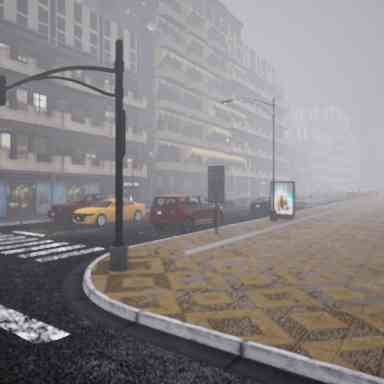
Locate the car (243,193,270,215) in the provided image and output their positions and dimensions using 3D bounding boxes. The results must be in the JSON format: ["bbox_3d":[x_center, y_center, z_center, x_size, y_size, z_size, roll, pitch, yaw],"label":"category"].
[{"bbox_3d":[6.170,1.062,26.832,1.947,1.339,4.313,1,2,35],"label":"car"}]

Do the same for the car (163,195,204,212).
[{"bbox_3d":[-0.738,1.057,31.576,1.802,1.307,4.206,2,2,35],"label":"car"}]

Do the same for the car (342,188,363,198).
[{"bbox_3d":[28.393,0.301,58.674,1.887,1.381,4.507,1,2,35],"label":"car"}]

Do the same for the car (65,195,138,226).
[{"bbox_3d":[-5.053,1.169,20.884,1.882,1.535,5.008,0,1,34],"label":"car"}]

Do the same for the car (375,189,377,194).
[{"bbox_3d":[44.266,-0.228,81.418,2.008,1.369,4.403,1,2,35],"label":"car"}]

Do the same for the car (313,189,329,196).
[{"bbox_3d":[27.828,-0.037,72.502,1.967,1.590,4.097,2,2,35],"label":"car"}]

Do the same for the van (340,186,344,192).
[{"bbox_3d":[37.351,-0.459,86.144,1.690,1.788,3.998,2,2,35],"label":"van"}]

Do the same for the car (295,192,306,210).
[{"bbox_3d":[9.345,0.958,31.381,1.947,1.339,4.313,1,2,35],"label":"car"}]

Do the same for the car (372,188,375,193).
[{"bbox_3d":[37.917,-0.019,72.321,1.887,1.381,4.507,1,2,35],"label":"car"}]

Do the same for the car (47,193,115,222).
[{"bbox_3d":[-7.084,0.997,22.473,2.192,1.841,5.009,2,2,35],"label":"car"}]

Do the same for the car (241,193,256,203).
[{"bbox_3d":[5.610,0.816,40.671,2.008,1.369,4.403,2,2,35],"label":"car"}]

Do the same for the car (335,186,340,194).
[{"bbox_3d":[34.177,-0.252,81.599,1.967,1.590,4.097,2,2,35],"label":"car"}]

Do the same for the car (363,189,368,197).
[{"bbox_3d":[31.568,0.091,63.219,1.967,1.590,4.097,1,2,35],"label":"car"}]

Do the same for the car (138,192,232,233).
[{"bbox_3d":[-0.178,1.019,17.728,2.192,1.841,5.009,1,2,35],"label":"car"}]

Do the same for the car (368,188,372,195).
[{"bbox_3d":[34.743,0.088,67.771,1.887,1.381,4.507,1,2,35],"label":"car"}]

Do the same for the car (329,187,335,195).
[{"bbox_3d":[31.002,-0.040,77.054,1.887,1.381,4.507,2,2,35],"label":"car"}]

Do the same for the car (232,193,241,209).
[{"bbox_3d":[2.456,0.797,31.645,2.097,1.767,4.553,0,1,35],"label":"car"}]
